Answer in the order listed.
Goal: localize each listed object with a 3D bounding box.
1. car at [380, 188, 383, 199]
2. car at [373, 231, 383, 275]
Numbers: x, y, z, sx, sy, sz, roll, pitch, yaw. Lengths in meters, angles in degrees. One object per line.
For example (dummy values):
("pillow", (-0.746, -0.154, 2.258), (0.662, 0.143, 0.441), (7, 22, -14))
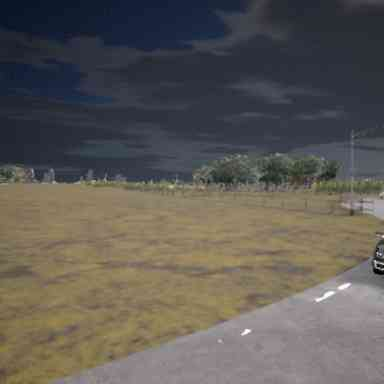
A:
("car", (37.486, 0.260, 63.058), (5.566, 2.045, 2.150), (-1, 1, -44))
("car", (6.800, 1.540, 9.834), (1.837, 1.490, 4.892), (0, 0, 41))
